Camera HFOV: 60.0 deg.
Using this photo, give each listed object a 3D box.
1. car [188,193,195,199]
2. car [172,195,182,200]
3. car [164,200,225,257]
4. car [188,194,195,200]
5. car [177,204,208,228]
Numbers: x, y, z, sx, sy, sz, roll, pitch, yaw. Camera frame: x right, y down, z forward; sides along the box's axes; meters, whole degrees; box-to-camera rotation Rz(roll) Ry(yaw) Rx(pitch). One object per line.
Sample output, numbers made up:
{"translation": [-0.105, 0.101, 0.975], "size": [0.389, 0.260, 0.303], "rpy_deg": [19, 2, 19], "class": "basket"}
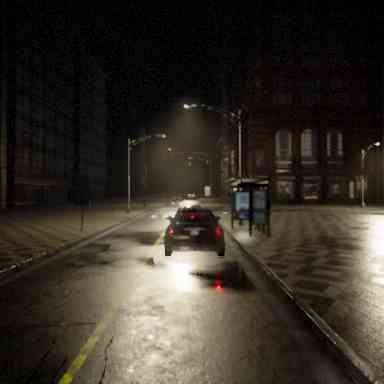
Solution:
{"translation": [-0.152, 1.165, 90.772], "size": [1.882, 1.535, 5.008], "rpy_deg": [0, 0, 0], "class": "car"}
{"translation": [-3.116, 1.399, 69.871], "size": [1.882, 1.535, 5.008], "rpy_deg": [0, 0, 0], "class": "car"}
{"translation": [0.078, 1.361, 13.094], "size": [2.097, 1.767, 4.553], "rpy_deg": [0, 0, 0], "class": "car"}
{"translation": [-0.135, 1.476, 80.797], "size": [1.895, 1.301, 4.718], "rpy_deg": [0, 0, 0], "class": "car"}
{"translation": [0.057, 1.571, 23.206], "size": [1.994, 1.385, 4.181], "rpy_deg": [0, 0, 0], "class": "car"}
